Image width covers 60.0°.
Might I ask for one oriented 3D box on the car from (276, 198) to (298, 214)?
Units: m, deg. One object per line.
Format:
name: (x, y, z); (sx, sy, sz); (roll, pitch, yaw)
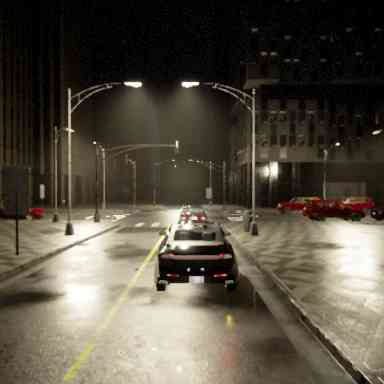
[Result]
car: (12.076, 1.512, 37.117); (5.009, 1.841, 2.192); (0, 0, 0)

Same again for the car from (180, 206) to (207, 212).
car: (0.080, 1.671, 23.081); (2.033, 1.411, 5.357); (0, 0, 0)

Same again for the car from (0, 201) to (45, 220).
car: (-14.943, 1.711, 28.490); (4.507, 1.381, 1.887); (0, 0, 0)

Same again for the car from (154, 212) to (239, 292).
car: (0.092, 1.537, 9.037); (2.128, 1.511, 4.902); (0, 0, 0)

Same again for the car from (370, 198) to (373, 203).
car: (17.719, 1.541, 37.139); (5.009, 1.841, 2.192); (0, 0, 0)

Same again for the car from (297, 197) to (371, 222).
car: (12.098, 1.607, 28.593); (5.009, 1.841, 2.192); (0, 0, 0)

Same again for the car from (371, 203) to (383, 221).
car: (17.741, 1.887, 28.616); (4.313, 1.339, 1.947); (0, 0, 0)
